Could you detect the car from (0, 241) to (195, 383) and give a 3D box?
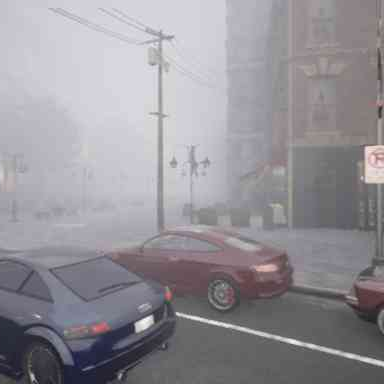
[{"bbox_3d":[-2.297,1.539,4.985,4.181,1.385,1.994,0,0,30],"label":"car"}]

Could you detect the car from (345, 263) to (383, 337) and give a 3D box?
[{"bbox_3d":[4.718,1.573,4.455,4.718,1.301,1.895,0,0,39],"label":"car"}]
